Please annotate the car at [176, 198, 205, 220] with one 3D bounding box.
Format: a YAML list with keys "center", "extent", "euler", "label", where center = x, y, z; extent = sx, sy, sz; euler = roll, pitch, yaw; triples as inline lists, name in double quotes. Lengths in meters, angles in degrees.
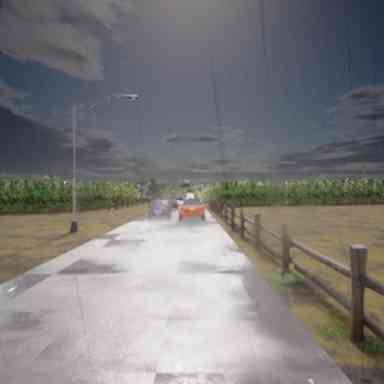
- center: [0.025, 1.359, 27.788]
  extent: [2.097, 1.767, 4.553]
  euler: [0, 0, 0]
  label: "car"

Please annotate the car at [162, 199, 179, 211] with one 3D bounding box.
- center: [-2.746, 1.652, 43.318]
  extent: [1.895, 1.301, 4.718]
  euler: [0, 0, 0]
  label: "car"

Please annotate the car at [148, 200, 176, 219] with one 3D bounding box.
- center: [-2.750, 1.502, 29.413]
  extent: [2.128, 1.511, 4.902]
  euler: [0, 0, 0]
  label: "car"

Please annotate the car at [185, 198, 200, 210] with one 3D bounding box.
- center: [0.082, 1.563, 44.858]
  extent: [1.837, 1.490, 4.892]
  euler: [0, 0, 0]
  label: "car"
